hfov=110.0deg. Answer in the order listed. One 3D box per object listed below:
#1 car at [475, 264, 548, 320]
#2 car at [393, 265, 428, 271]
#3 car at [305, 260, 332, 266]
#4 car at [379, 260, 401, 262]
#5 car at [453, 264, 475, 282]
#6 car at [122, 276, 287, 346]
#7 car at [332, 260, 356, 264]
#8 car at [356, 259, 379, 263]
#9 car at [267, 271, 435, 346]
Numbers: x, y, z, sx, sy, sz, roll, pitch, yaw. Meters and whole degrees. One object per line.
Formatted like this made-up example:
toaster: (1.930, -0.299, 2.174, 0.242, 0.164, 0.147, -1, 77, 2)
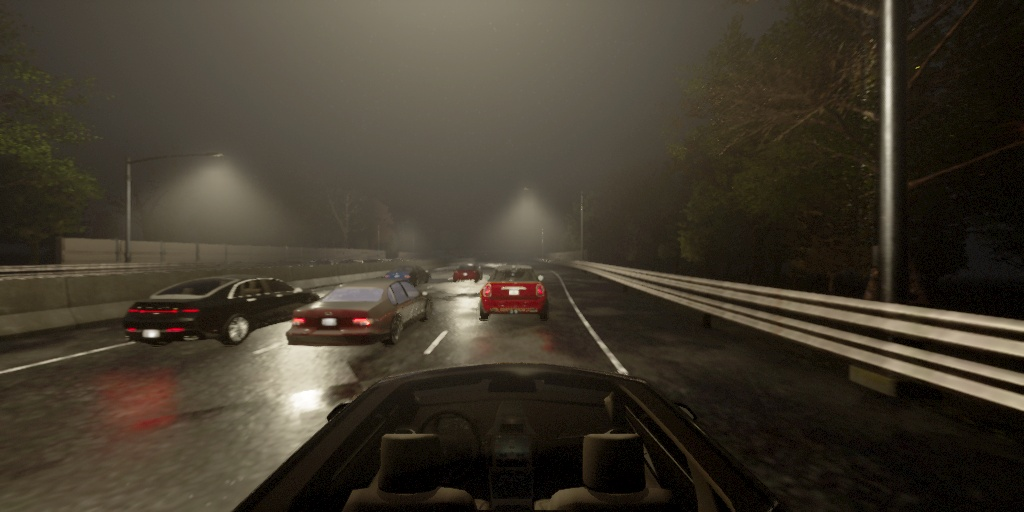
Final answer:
car: (0.068, 1.094, 12.708, 2.097, 1.767, 4.553, 0, 0, 0)
car: (-6.955, 1.286, 24.317, 2.033, 1.411, 5.357, 0, 0, 0)
car: (-28.044, 1.291, 52.413, 2.033, 1.411, 5.357, 0, 0, 1)
car: (-17.552, 1.293, 53.821, 2.033, 1.411, 5.357, 0, 0, 1)
car: (-3.429, 1.302, 28.418, 1.994, 1.385, 4.181, 0, 0, 0)
car: (-6.954, 1.250, 9.360, 1.837, 1.490, 4.892, 0, 0, 1)
car: (-24.550, 1.308, 53.731, 1.994, 1.385, 4.181, 0, 0, 0)
car: (-21.051, 1.223, 53.873, 1.882, 1.535, 5.008, 0, 0, 0)
car: (-3.454, 1.292, 9.317, 2.033, 1.411, 5.357, 0, 0, 0)
